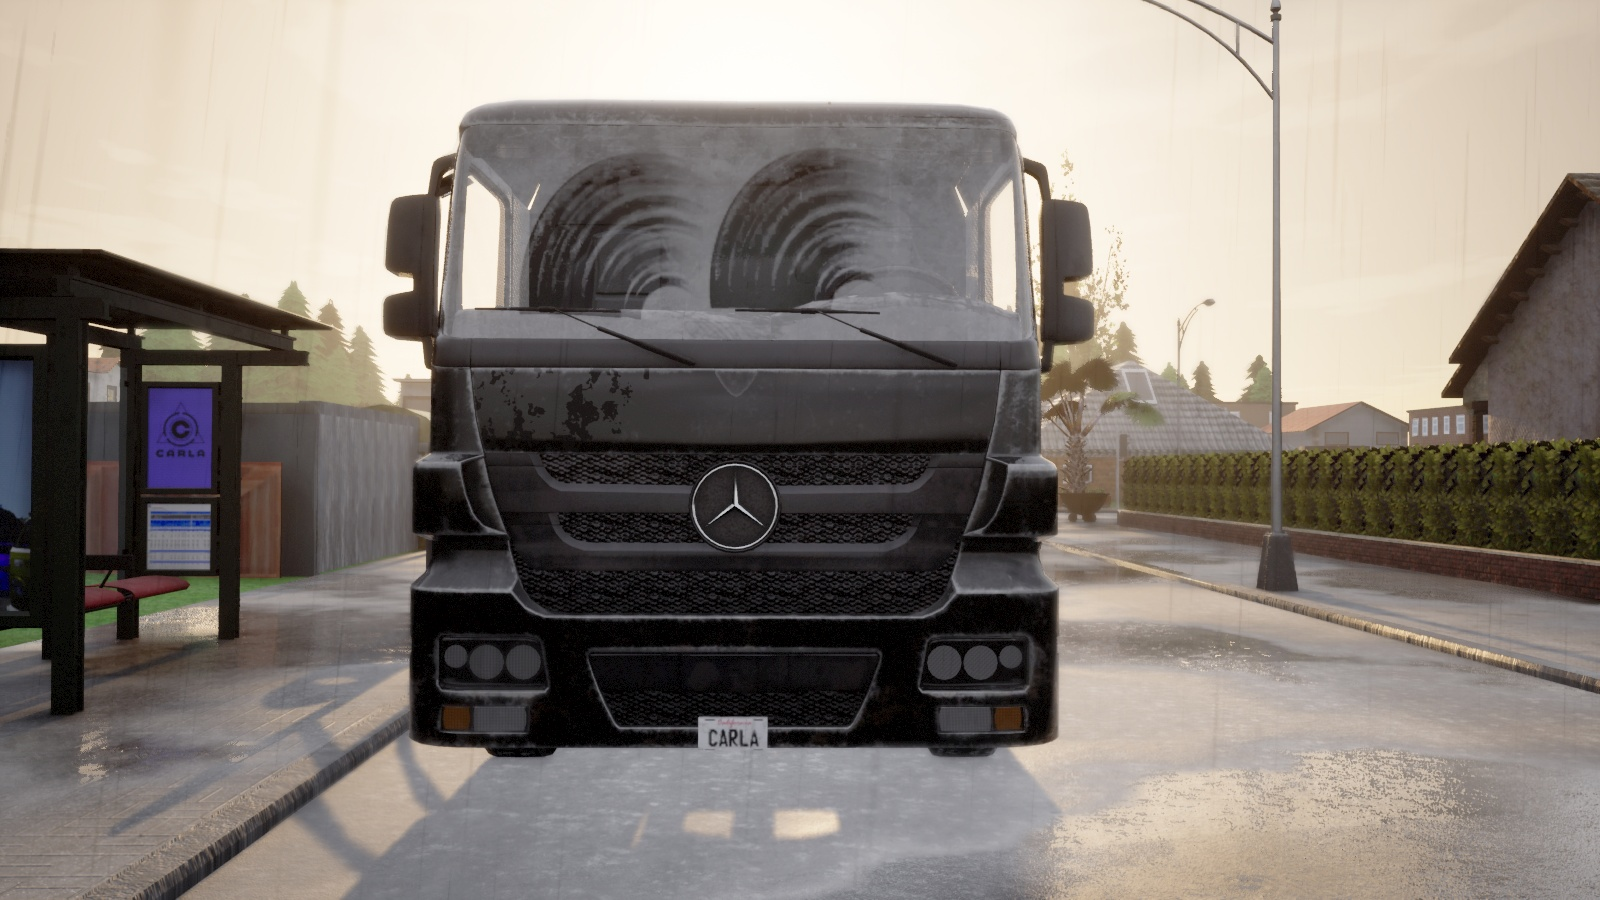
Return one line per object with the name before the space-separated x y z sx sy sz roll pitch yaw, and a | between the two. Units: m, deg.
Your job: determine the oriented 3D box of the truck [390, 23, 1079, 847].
truck | -0.345 -0.011 9.266 2.891 3.462 7.936 0 -1 -1
